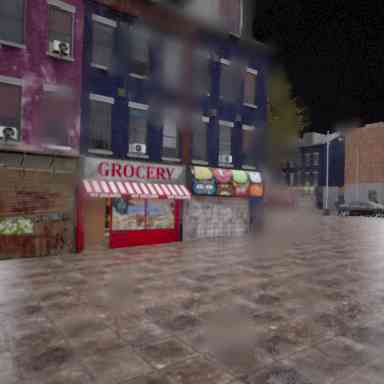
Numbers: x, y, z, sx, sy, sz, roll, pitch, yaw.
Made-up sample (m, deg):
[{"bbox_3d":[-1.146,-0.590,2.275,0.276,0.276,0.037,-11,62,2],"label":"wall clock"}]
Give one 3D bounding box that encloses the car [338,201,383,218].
[{"bbox_3d":[15.234,1.549,28.841,1.837,1.490,4.892,2,-2,-35],"label":"car"}]
